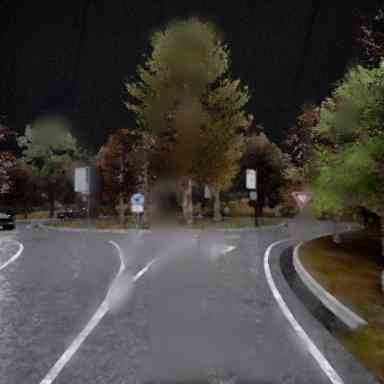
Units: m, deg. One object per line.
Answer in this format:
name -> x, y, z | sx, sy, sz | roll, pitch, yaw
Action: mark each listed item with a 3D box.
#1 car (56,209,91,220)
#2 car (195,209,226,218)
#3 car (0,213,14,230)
car -> -16.836, 3.155, 47.232 | 1.882, 1.535, 5.008 | -3, -3, 37
car -> 2.979, 3.429, 53.458 | 5.008, 1.535, 1.882 | 0, -2, 22
car -> -16.405, 2.449, 27.947 | 2.033, 1.411, 5.357 | 2, -3, -38
